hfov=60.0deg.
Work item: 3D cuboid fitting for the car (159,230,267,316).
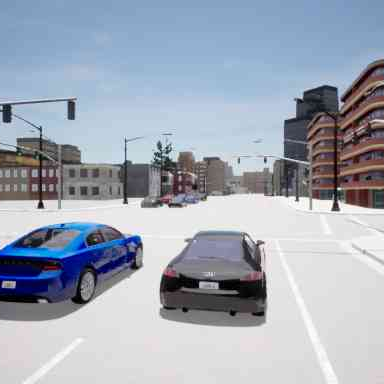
[{"bbox_3d":[0.689,1.564,7.637,1.994,1.385,4.181,0,0,12],"label":"car"}]

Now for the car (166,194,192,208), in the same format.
[{"bbox_3d":[-1.925,1.409,46.886,2.033,1.411,5.357,0,1,11],"label":"car"}]

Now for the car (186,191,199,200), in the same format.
[{"bbox_3d":[0.048,0.751,74.930,2.097,1.767,4.553,0,1,11],"label":"car"}]

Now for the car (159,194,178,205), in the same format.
[{"bbox_3d":[-3.800,1.226,55.474,1.882,1.535,5.008,0,1,11],"label":"car"}]

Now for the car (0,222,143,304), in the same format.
[{"bbox_3d":[-2.748,1.478,8.283,1.882,1.535,5.008,0,0,11],"label":"car"}]

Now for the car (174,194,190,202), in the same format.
[{"bbox_3d":[-1.895,1.124,65.125,2.033,1.411,5.357,0,1,11],"label":"car"}]

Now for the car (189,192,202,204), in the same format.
[{"bbox_3d":[-0.091,1.249,56.291,1.812,1.442,4.674,0,1,11],"label":"car"}]

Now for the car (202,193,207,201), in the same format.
[{"bbox_3d":[1.867,1.052,66.114,1.837,1.490,4.892,0,1,12],"label":"car"}]

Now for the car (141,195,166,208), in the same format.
[{"bbox_3d":[-5.561,1.230,46.508,2.097,1.767,4.553,0,1,11],"label":"car"}]
